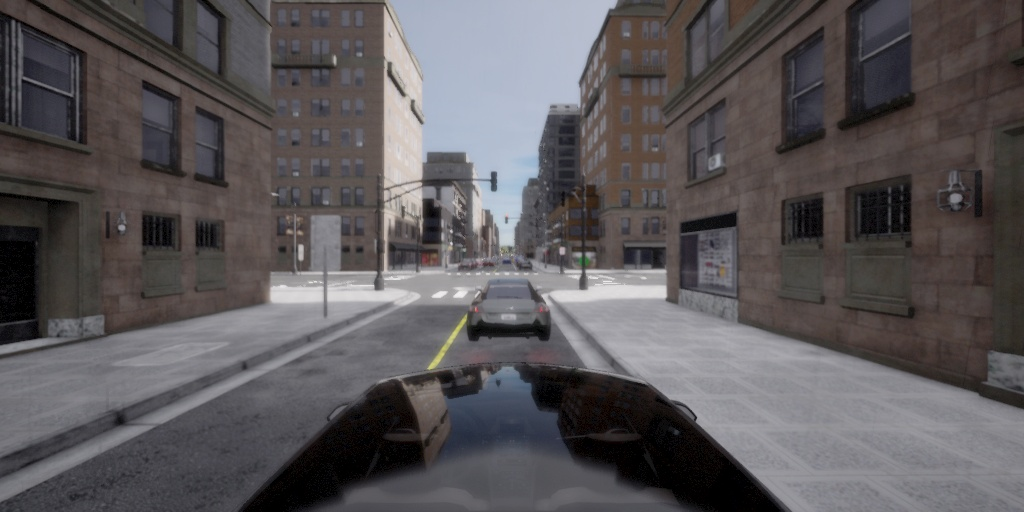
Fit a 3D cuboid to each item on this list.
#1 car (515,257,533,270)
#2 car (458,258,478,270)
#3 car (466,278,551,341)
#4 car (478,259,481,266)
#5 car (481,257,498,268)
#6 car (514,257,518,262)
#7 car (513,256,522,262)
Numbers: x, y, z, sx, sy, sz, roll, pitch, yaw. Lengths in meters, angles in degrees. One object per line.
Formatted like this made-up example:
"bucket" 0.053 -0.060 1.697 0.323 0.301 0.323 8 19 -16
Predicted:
"car" 1.833 1.214 48.865 1.948 1.339 4.313 0 0 -1
"car" -6.192 1.088 48.789 1.967 1.591 4.097 0 0 -1
"car" -0.083 1.290 9.789 1.994 1.385 4.181 0 0 0
"car" -6.245 1.081 54.300 1.967 1.591 4.097 0 0 -1
"car" -3.721 1.237 58.356 1.895 1.301 4.718 0 0 0
"car" 1.727 1.216 59.887 1.802 1.307 4.207 0 0 -1
"car" 1.674 1.195 65.397 1.948 1.339 4.313 0 0 -1
